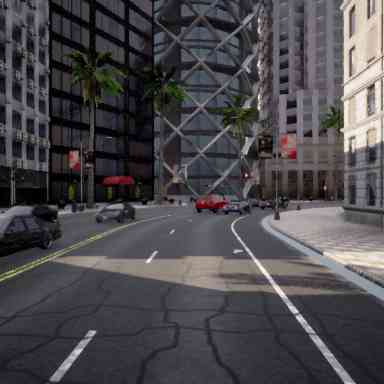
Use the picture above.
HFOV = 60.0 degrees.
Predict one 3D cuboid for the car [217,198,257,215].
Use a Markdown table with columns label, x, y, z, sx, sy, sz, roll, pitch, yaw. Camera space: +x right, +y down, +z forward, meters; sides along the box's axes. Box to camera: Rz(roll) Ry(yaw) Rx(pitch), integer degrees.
| label | x | y | z | sx | sy | sz | roll | pitch | yaw |
| --- | --- | --- | --- | --- | --- | --- | --- | --- | --- |
| car | 4.774 | 1.553 | 34.305 | 2.033 | 1.411 | 5.357 | 0 | 0 | 26 |

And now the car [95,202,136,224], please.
| label | x | y | z | sx | sy | sz | roll | pitch | yaw |
| --- | --- | --- | --- | --- | --- | --- | --- | --- | --- |
| car | -5.632 | 1.529 | 25.243 | 1.812 | 1.442 | 4.674 | 0 | 0 | 10 |

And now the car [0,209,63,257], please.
| label | x | y | z | sx | sy | sz | roll | pitch | yaw |
| --- | --- | --- | --- | --- | --- | --- | --- | --- | --- |
| car | -6.705 | 1.550 | 11.867 | 2.033 | 1.411 | 5.357 | 0 | 0 | 8 |

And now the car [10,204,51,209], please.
| label | x | y | z | sx | sy | sz | roll | pitch | yaw |
| --- | --- | --- | --- | --- | --- | --- | --- | --- | --- |
| car | -9.737 | 1.481 | 19.554 | 1.882 | 1.535 | 5.008 | 0 | 0 | 5 |

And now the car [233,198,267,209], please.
| label | x | y | z | sx | sy | sz | roll | pitch | yaw |
| --- | --- | --- | --- | --- | --- | --- | --- | --- | --- |
| car | 7.982 | 1.555 | 45.679 | 2.033 | 1.411 | 5.357 | 0 | 0 | 42 |

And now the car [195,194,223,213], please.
| label | x | y | z | sx | sy | sz | roll | pitch | yaw |
| --- | --- | --- | --- | --- | --- | --- | --- | --- | --- |
| car | 2.329 | 1.228 | 37.127 | 2.150 | 2.045 | 5.566 | 0 | 0 | 27 |

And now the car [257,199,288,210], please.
| label | x | y | z | sx | sy | sz | roll | pitch | yaw |
| --- | --- | --- | --- | --- | --- | --- | --- | --- | --- |
| car | 10.599 | 1.555 | 43.220 | 2.033 | 1.411 | 5.357 | 0 | 0 | 41 |
